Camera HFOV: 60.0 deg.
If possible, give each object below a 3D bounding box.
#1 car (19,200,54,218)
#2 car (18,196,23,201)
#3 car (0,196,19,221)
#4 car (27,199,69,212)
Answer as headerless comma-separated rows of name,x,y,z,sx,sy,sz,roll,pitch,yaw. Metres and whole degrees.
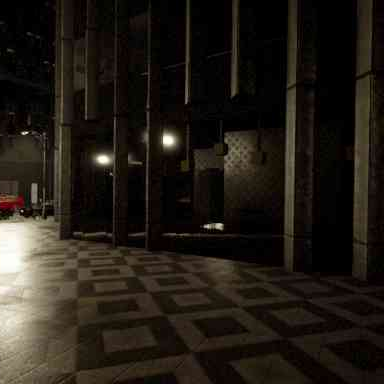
car,-13.870,1.743,31.236,1.947,1.339,4.313,1,0,35
car,-20.822,1.354,36.162,2.192,1.841,5.009,1,0,35
car,-17.124,1.463,26.626,2.192,1.841,5.009,1,0,35
car,-17.569,1.635,40.771,1.947,1.339,4.313,1,0,35
